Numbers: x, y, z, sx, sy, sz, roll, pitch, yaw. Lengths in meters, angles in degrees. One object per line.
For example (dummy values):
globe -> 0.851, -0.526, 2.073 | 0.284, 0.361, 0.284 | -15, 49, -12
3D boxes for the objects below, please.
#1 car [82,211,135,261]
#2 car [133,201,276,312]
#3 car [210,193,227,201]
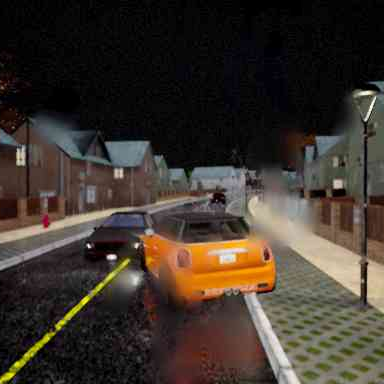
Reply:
car -> -2.259, 1.409, 12.003 | 2.033, 1.411, 5.357 | 0, 1, 0
car -> 0.026, 1.228, 7.880 | 2.097, 1.767, 4.553 | -2, 0, -17
car -> 3.521, 0.850, 43.605 | 1.812, 1.442, 4.674 | 0, 1, 11
